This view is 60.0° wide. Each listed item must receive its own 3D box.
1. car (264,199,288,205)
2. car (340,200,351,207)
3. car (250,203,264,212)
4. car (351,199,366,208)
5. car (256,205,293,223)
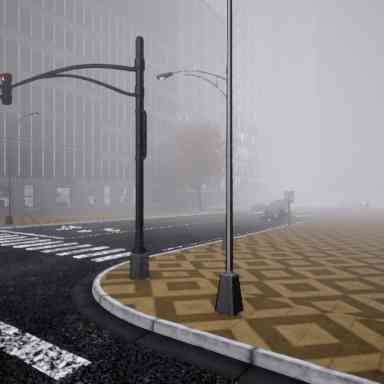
[{"bbox_3d":[13.776,2.158,52.262,2.150,2.045,5.566,0,-1,33],"label":"car"},{"bbox_3d":[39.560,3.205,86.117,2.033,1.411,5.357,0,-1,33],"label":"car"},{"bbox_3d":[11.061,2.497,54.048,1.994,1.385,4.181,0,-1,33],"label":"car"},{"bbox_3d":[42.288,3.147,84.351,1.882,1.535,5.008,0,-1,33],"label":"car"},{"bbox_3d":[8.148,2.181,31.605,1.895,1.301,4.718,0,-1,33],"label":"car"}]
